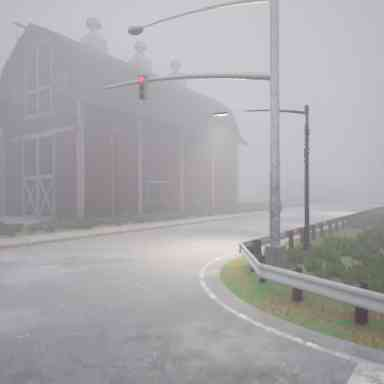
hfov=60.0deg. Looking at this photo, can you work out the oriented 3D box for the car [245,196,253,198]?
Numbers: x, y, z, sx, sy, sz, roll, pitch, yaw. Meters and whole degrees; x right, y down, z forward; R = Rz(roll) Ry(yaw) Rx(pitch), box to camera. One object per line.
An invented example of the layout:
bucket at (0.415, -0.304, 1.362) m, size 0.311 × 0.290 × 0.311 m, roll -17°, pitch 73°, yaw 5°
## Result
car at (14.933, 1.680, 87.608) m, size 1.784 × 1.438 × 3.905 m, roll 0°, pitch 0°, yaw 36°
